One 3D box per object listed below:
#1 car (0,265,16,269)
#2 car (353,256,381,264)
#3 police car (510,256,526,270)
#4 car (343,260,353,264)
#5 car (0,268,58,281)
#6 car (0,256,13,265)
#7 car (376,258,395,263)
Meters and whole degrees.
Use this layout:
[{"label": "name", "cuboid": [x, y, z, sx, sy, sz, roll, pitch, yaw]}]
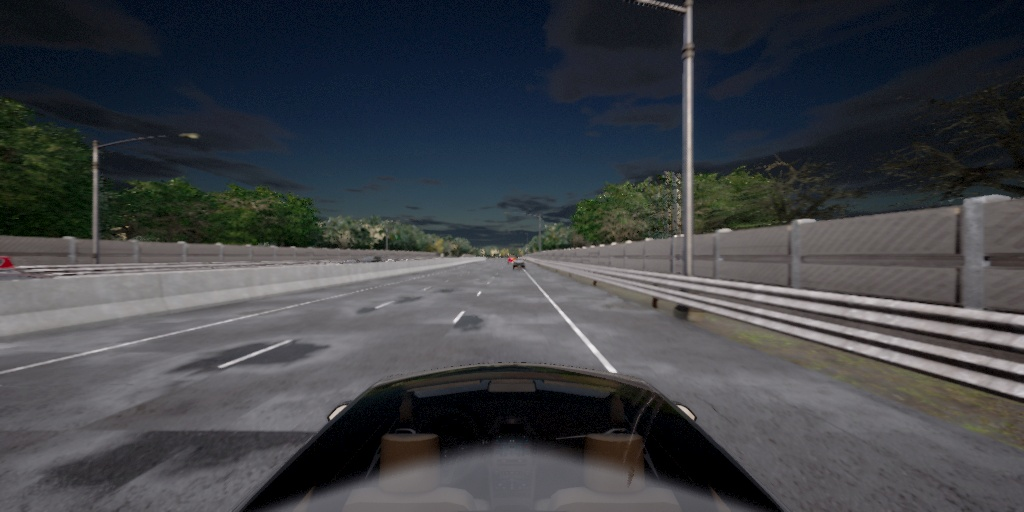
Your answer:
[{"label": "car", "cuboid": [-21.092, 1.265, 14.002, 1.837, 1.490, 4.892, 0, 0, 0]}, {"label": "car", "cuboid": [-21.030, 1.007, 53.351, 2.150, 2.045, 5.566, 0, 0, 1]}, {"label": "police car", "cuboid": [1.051, 1.206, 53.405, 1.930, 1.638, 5.238, 0, 0, 0]}, {"label": "car", "cuboid": [-24.522, 1.276, 55.600, 1.837, 1.490, 4.892, 0, 0, 1]}, {"label": "car", "cuboid": [-17.594, 1.283, 11.928, 1.812, 1.442, 4.674, 0, 0, 0]}, {"label": "car", "cuboid": [-24.591, 0.980, 14.804, 2.150, 2.045, 5.566, 0, 0, 0]}, {"label": "car", "cuboid": [-17.545, 1.343, 52.078, 1.994, 1.385, 4.181, 0, 0, 1]}]
